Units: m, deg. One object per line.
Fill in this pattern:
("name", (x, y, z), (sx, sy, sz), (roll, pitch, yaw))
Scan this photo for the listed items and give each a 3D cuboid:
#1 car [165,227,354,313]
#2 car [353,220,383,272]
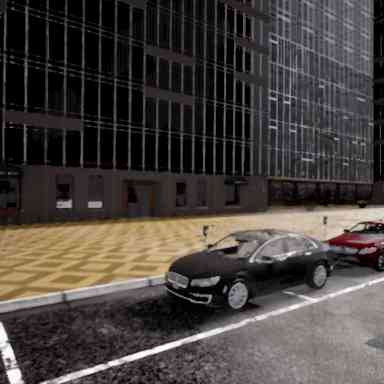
("car", (1.475, 1.561, 7.601), (4.403, 1.369, 2.008), (0, 1, -35))
("car", (6.072, 1.602, 10.880), (4.206, 1.307, 1.802), (0, 1, -35))
